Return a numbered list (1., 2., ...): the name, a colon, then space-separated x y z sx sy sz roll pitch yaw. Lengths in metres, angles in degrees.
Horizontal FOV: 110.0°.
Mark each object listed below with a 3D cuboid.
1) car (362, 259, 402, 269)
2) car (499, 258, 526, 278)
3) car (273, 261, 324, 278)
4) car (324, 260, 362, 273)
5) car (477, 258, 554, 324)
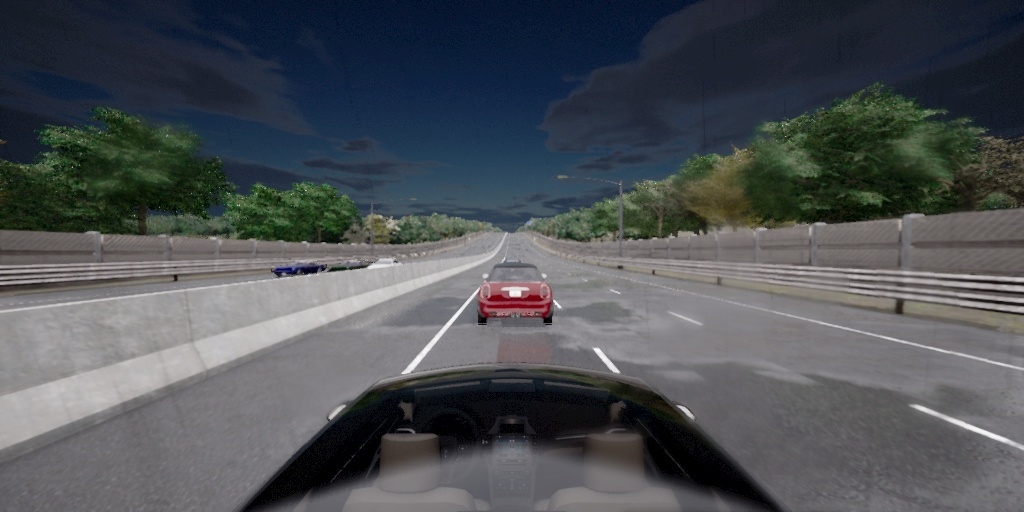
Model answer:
1. car: -10.582 0.964 30.262 1.812 1.442 4.674 0 0 0
2. car: 0.061 0.925 30.469 2.128 1.511 4.902 0 1 0
3. car: -17.585 1.045 29.875 1.895 1.301 4.718 0 1 0
4. car: -14.075 1.030 31.372 1.895 1.301 4.718 0 1 0
5. car: 0.086 0.982 11.575 2.097 1.767 4.553 0 1 0
